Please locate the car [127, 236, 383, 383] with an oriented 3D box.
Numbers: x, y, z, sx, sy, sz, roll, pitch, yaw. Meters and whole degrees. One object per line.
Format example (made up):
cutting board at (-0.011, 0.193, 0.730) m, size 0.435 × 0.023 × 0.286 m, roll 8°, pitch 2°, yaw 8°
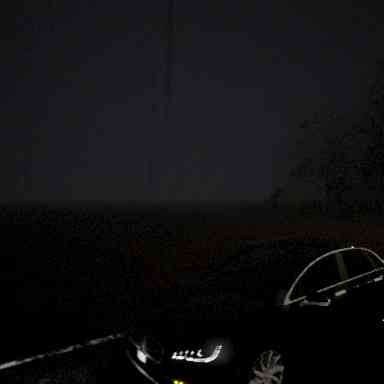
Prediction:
car at (1.443, 1.500, 4.987) m, size 4.892 × 1.490 × 1.837 m, roll -1°, pitch 0°, yaw -35°
